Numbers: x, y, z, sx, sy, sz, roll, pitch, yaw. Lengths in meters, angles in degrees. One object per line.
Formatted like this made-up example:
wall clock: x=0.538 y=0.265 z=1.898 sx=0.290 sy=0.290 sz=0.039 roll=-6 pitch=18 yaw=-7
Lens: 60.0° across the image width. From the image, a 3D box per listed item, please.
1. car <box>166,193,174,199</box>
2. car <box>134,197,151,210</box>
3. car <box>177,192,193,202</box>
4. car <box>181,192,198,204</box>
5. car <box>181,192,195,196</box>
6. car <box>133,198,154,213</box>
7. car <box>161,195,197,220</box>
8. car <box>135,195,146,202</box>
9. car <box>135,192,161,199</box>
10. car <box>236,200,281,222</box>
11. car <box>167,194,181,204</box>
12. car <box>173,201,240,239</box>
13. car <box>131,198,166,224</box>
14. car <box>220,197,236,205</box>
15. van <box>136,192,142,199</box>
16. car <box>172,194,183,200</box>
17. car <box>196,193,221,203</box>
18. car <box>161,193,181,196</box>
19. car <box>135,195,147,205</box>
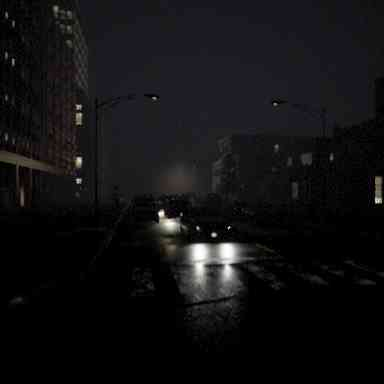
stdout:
car: x=-5.937 y=1.063 z=90.166 sx=1.802 sy=1.307 sz=4.206 roll=0 pitch=0 yaw=-10
car: x=-5.957 y=1.282 z=39.635 sx=1.887 sy=1.381 sz=4.507 roll=0 pitch=0 yaw=-10
car: x=-1.355 y=0.937 z=62.861 sx=2.192 sy=1.841 sz=5.009 roll=0 pitch=0 yaw=-10
car: x=-0.439 y=0.967 z=57.401 sx=2.192 sy=1.841 sz=5.009 roll=0 pitch=0 yaw=-10
car: x=-1.266 y=1.186 z=46.342 sx=1.882 sy=1.535 sz=5.008 roll=0 pitch=0 yaw=-9
car: x=-5.041 y=1.319 z=34.175 sx=2.008 sy=1.369 sz=4.403 roll=0 pitch=0 yaw=-10
car: x=-1.153 y=1.294 z=26.617 sx=1.882 sy=1.535 sz=5.008 roll=0 pitch=0 yaw=-9
car: x=-9.622 y=1.183 z=61.478 sx=1.947 sy=1.339 sz=4.313 roll=0 pitch=0 yaw=-10
car: x=-4.123 y=1.115 z=28.713 sx=2.192 sy=1.841 sz=5.009 roll=0 pitch=0 yaw=-10
car: x=5.029 y=1.362 z=24.805 sx=1.752 sy=1.417 sz=4.829 roll=0 pitch=0 yaw=-10
car: x=-3.033 y=1.157 z=56.583 sx=1.837 sy=1.490 sz=4.892 roll=0 pitch=0 yaw=-10
car: x=0.502 y=1.423 z=16.776 sx=2.033 sy=1.411 sz=5.357 roll=0 pitch=0 yaw=-10
car: x=-3.208 y=1.383 z=23.254 sx=2.008 sy=1.369 sz=4.403 roll=0 pitch=0 yaw=-10
car: x=4.141 y=1.387 z=30.099 sx=1.802 sy=1.307 sz=4.206 roll=0 pitch=0 yaw=-10
van: x=-14.202 y=0.818 z=88.780 sx=1.690 sy=1.788 sz=3.998 roll=0 pitch=0 yaw=-10
car: x=-3.189 y=1.131 z=73.784 sx=1.947 sy=1.339 sz=4.313 roll=0 pitch=0 yaw=-10
car: x=2.310 y=1.057 z=41.019 sx=2.192 sy=1.841 sz=5.009 roll=0 pitch=0 yaw=-10
car: x=-2.827 y=1.110 z=36.690 sx=2.097 sy=1.767 sz=4.553 roll=0 pitch=0 yaw=-10
car: x=-7.761 y=1.203 z=50.389 sx=1.752 sy=1.417 sz=4.829 roll=0 pitch=0 yaw=-10
